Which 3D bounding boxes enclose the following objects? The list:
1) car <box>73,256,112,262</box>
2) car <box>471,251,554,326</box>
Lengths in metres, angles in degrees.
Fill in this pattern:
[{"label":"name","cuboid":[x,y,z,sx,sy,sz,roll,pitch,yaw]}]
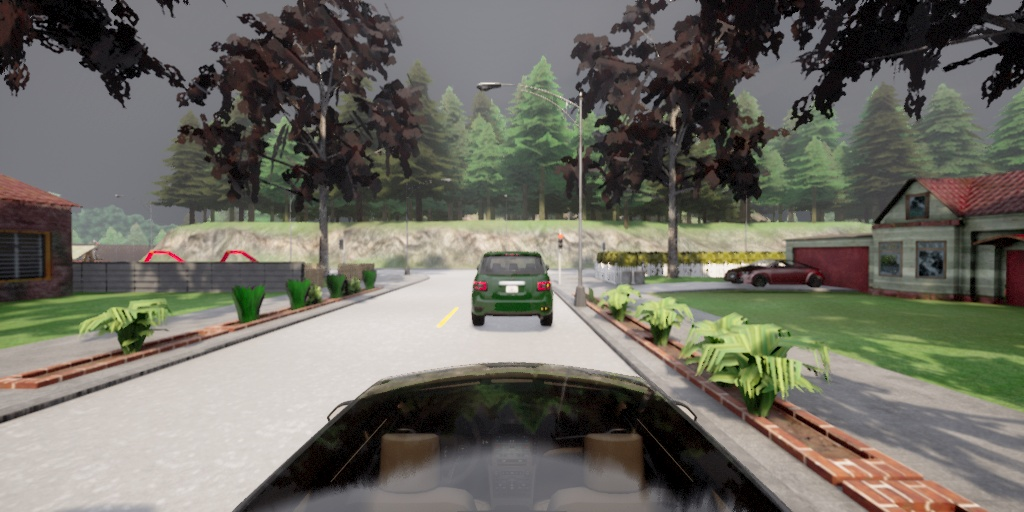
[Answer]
[{"label":"car","cuboid":[-40.236,0.698,33.808,4.553,1.767,2.097,0,1,0]},{"label":"car","cuboid":[0.024,0.852,11.265,2.150,2.045,5.566,0,1,1]}]
